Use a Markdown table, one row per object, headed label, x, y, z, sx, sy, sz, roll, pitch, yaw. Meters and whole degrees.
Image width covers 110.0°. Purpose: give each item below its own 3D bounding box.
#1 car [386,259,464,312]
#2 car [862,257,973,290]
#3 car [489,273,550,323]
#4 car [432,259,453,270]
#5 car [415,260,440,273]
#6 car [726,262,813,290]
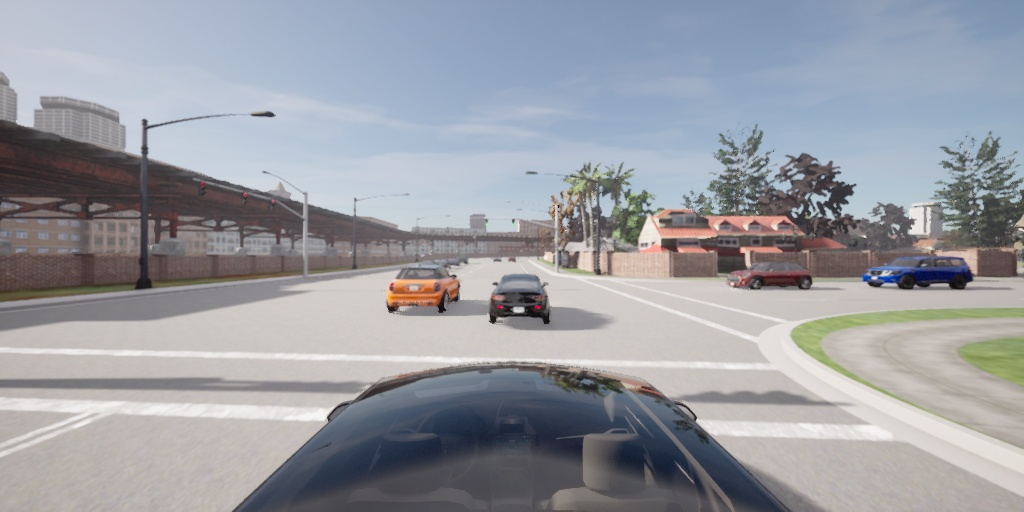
| label | x | y | z | sx | sy | sz | roll | pitch | yaw |
| --- | --- | --- | --- | --- | --- | --- | --- | --- | --- |
| car | -3.402 | 1.149 | 14.580 | 2.097 | 1.767 | 4.553 | 0 | 0 | 0 |
| car | 25.769 | 1.052 | 22.860 | 5.566 | 2.045 | 2.150 | 0 | 0 | -2 |
| car | 0.286 | 1.313 | 12.165 | 1.812 | 1.442 | 4.674 | 0 | 0 | 2 |
| car | -10.537 | 1.199 | 54.695 | 2.128 | 1.511 | 4.902 | 0 | 0 | 1 |
| car | -10.590 | 1.260 | 45.190 | 1.882 | 1.535 | 5.008 | 0 | 0 | 0 |
| car | 16.084 | 1.182 | 22.608 | 4.553 | 1.767 | 2.097 | 0 | 0 | -1 |
